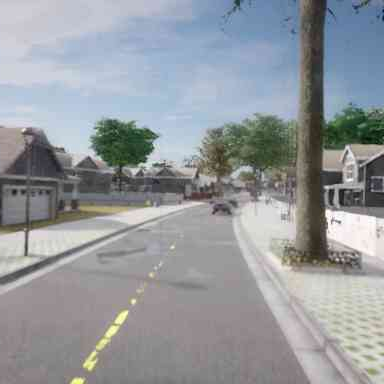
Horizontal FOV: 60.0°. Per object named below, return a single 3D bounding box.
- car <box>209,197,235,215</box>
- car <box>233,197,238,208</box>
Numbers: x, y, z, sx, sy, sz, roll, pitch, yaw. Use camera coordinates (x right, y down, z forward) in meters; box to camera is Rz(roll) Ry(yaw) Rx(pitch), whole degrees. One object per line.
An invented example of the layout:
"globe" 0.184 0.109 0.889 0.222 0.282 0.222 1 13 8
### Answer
"car" 3.283 1.574 35.548 1.837 1.490 4.892 2 0 9
"car" 5.835 1.484 49.573 1.882 1.535 5.008 2 1 12
